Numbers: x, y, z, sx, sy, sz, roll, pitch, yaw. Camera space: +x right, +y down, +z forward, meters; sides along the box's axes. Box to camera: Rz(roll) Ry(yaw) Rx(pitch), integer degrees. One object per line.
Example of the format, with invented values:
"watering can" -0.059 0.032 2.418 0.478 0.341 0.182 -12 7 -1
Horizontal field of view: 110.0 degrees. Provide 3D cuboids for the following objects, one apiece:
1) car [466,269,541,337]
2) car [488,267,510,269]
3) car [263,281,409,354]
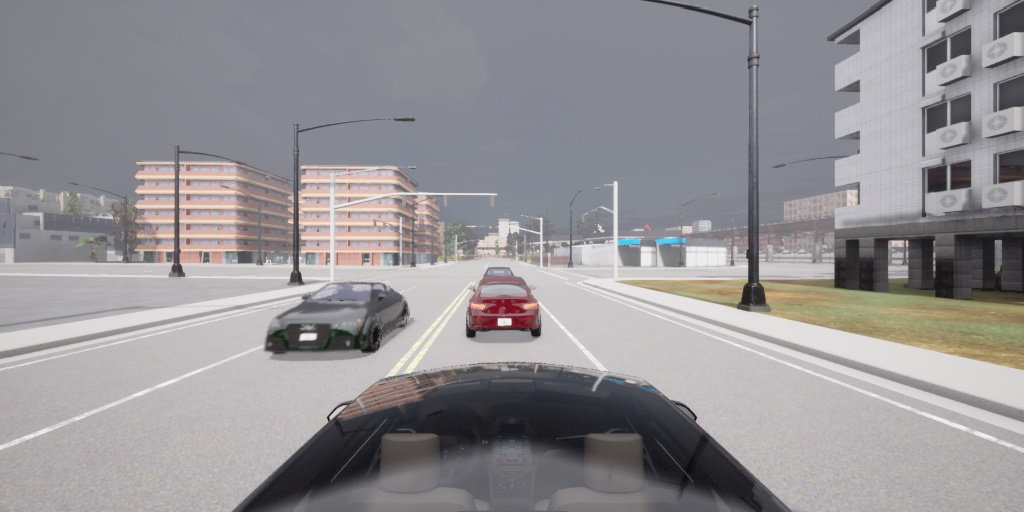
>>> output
"car" -0.269 1.276 10.155 1.812 1.442 4.674 0 0 -3
"car" -0.727 1.297 19.729 2.033 1.411 5.357 0 0 -3
"car" -3.871 1.314 8.650 1.994 1.385 4.181 0 0 -3
